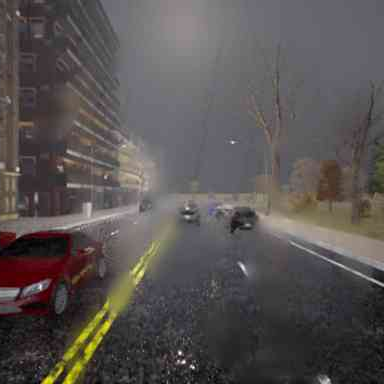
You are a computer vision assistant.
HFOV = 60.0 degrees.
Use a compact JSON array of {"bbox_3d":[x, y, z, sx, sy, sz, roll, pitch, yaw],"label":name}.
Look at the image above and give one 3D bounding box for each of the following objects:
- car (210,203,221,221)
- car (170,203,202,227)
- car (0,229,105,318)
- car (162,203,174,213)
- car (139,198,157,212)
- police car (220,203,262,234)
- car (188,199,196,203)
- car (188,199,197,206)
[{"bbox_3d":[3.262,1.981,32.897,2.128,1.511,4.902,0,-1,0],"label":"car"},{"bbox_3d":[-0.268,1.899,26.496,2.163,1.488,4.792,0,-1,2],"label":"car"},{"bbox_3d":[-3.349,1.644,7.783,1.812,1.442,4.674,0,-1,0],"label":"car"},{"bbox_3d":[-3.322,2.330,49.073,1.895,1.301,4.718,0,-1,0],"label":"car"},{"bbox_3d":[-6.568,1.966,50.229,2.150,2.045,5.566,0,-1,0],"label":"car"},{"bbox_3d":[3.258,1.754,22.008,1.930,1.638,5.238,0,-1,0],"label":"police car"},{"bbox_3d":[0.027,2.589,70.763,2.033,1.411,5.357,0,-1,0],"label":"car"},{"bbox_3d":[0.032,2.556,81.269,2.097,1.767,4.553,0,-1,0],"label":"car"}]
